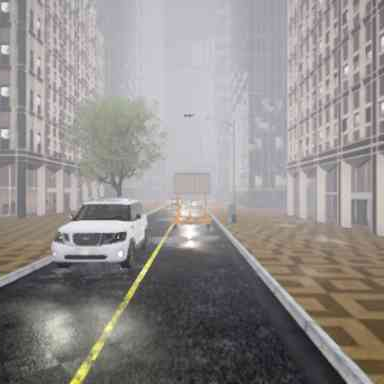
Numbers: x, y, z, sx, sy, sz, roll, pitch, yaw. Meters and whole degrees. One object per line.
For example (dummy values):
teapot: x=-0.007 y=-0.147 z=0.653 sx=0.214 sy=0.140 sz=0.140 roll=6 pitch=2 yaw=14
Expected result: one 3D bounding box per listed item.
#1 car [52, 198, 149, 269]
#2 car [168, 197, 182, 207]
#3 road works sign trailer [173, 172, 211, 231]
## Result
car: x=-2.852 y=1.264 z=11.648 sx=2.150 sy=2.045 sz=5.566 roll=0 pitch=0 yaw=0
car: x=-2.811 y=1.585 z=54.720 sx=2.097 sy=1.767 sz=4.553 roll=0 pitch=0 yaw=0
road works sign trailer: x=-0.003 y=0.541 z=21.294 sx=2.380 sy=3.560 sz=2.880 roll=0 pitch=0 yaw=0
